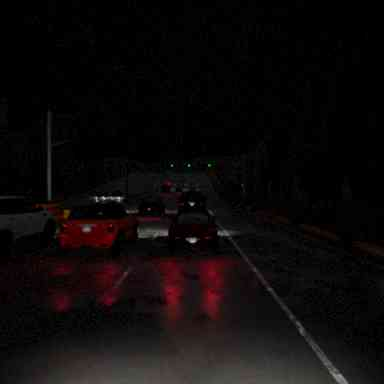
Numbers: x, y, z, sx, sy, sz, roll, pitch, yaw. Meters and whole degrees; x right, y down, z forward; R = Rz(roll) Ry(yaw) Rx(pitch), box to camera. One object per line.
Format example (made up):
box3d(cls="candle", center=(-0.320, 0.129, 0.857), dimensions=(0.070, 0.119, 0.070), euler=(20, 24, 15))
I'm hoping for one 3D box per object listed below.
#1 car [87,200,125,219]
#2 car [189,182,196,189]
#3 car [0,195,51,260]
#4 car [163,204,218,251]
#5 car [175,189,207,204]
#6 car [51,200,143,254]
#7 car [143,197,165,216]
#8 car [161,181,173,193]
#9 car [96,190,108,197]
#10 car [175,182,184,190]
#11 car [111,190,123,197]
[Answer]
box3d(cls="car", center=(-6.970, 1.353, 27.596), dimensions=(1.895, 1.301, 4.718), euler=(0, 1, 1))
box3d(cls="car", center=(0.067, -0.861, 88.564), dimensions=(1.882, 1.535, 5.008), euler=(0, 7, 0))
box3d(cls="car", center=(-6.970, 1.114, 12.071), dimensions=(2.150, 2.045, 5.566), euler=(0, 1, 1))
box3d(cls="car", center=(0.045, 1.405, 13.357), dimensions=(1.812, 1.442, 4.674), euler=(0, 1, 1))
box3d(cls="car", center=(0.023, 0.980, 27.055), dimensions=(2.150, 2.045, 5.566), euler=(0, 1, 0))
box3d(cls="car", center=(-3.457, 1.233, 13.107), dimensions=(2.097, 1.767, 4.553), euler=(0, 0, 1))
box3d(cls="car", center=(-3.454, 1.214, 29.386), dimensions=(1.882, 1.535, 5.008), euler=(0, 1, 1))
box3d(cls="car", center=(-6.935, -1.069, 88.185), dimensions=(2.150, 2.045, 5.566), euler=(0, 7, 0))
box3d(cls="car", center=(-20.991, 0.277, 77.769), dimensions=(1.812, 1.442, 4.674), euler=(0, 4, 0))
box3d(cls="car", center=(-3.433, -0.861, 88.583), dimensions=(1.882, 1.535, 5.008), euler=(0, 7, 0))
box3d(cls="car", center=(-17.492, 0.261, 77.650), dimensions=(1.837, 1.490, 4.892), euler=(0, 4, 0))
